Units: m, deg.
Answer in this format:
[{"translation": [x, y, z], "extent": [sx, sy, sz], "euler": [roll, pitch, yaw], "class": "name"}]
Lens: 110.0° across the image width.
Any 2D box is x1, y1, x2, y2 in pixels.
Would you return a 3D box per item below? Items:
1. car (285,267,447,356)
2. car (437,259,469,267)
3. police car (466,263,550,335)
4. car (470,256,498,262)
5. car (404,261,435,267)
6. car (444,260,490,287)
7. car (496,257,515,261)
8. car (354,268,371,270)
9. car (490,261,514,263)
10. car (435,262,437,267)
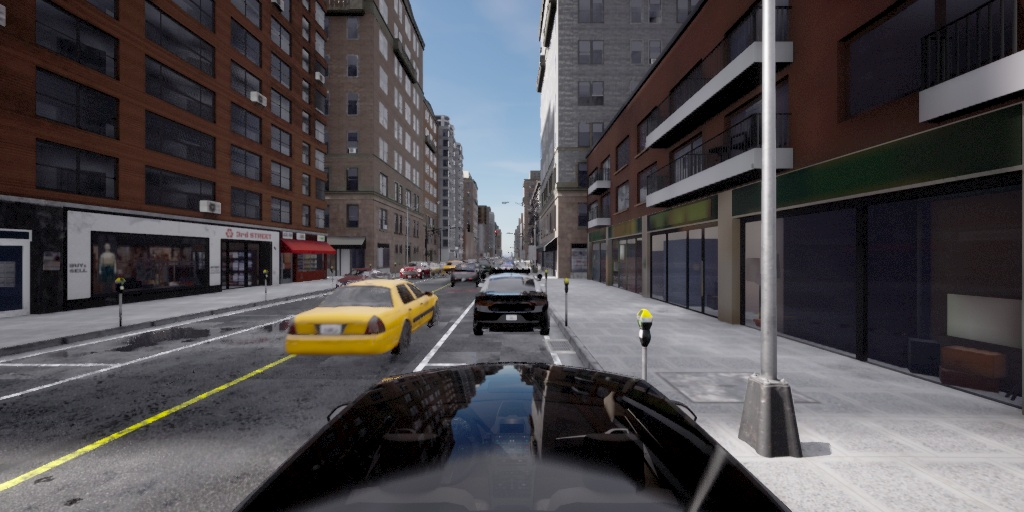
[{"translation": [-3.020, 1.205, 8.541], "extent": [1.801, 1.575, 5.366], "euler": [0, 0, 0], "class": "car"}, {"translation": [-5.849, 1.228, 36.334], "extent": [1.882, 1.535, 5.008], "euler": [0, 0, 0], "class": "car"}, {"translation": [-0.012, 1.175, 10.610], "extent": [1.930, 1.638, 5.238], "euler": [0, 0, 0], "class": "police car"}, {"translation": [-2.954, 1.102, 38.520], "extent": [2.097, 1.767, 4.553], "euler": [0, 0, 0], "class": "car"}, {"translation": [-8.408, 1.190, 31.425], "extent": [1.967, 1.591, 4.097], "euler": [0, 0, 0], "class": "car"}, {"translation": [-2.949, 1.242, 24.424], "extent": [2.128, 1.511, 4.902], "euler": [0, 0, 0], "class": "car"}, {"translation": [-0.383, 1.190, 36.951], "extent": [1.967, 1.591, 4.097], "euler": [0, 0, 0], "class": "car"}, {"translation": [-8.408, 1.332, 20.388], "extent": [1.802, 1.307, 4.207], "euler": [0, 0, 0], "class": "car"}, {"translation": [-0.383, 1.300, 25.913], "extent": [2.007, 1.370, 4.403], "euler": [0, 0, 0], "class": "car"}, {"translation": [-8.408, 1.275, 36.773], "extent": [1.751, 1.417, 4.829], "euler": [0, 0, 0], "class": "car"}]
